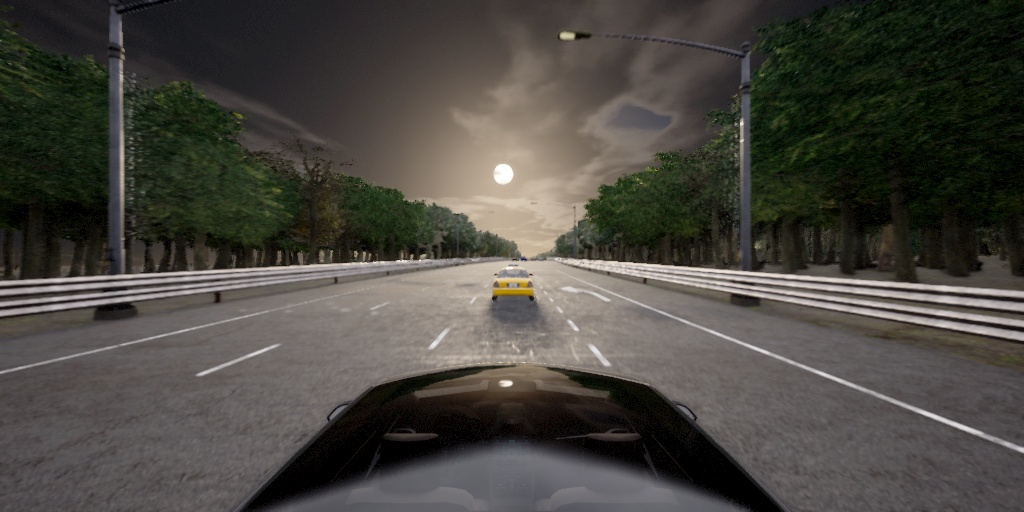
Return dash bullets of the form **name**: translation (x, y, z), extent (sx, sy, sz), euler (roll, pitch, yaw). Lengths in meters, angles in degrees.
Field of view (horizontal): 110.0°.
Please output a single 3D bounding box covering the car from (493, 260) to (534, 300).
- **car**: translation (0.067, 1.162, 17.232), extent (1.801, 1.575, 5.366), euler (0, 0, 0)
